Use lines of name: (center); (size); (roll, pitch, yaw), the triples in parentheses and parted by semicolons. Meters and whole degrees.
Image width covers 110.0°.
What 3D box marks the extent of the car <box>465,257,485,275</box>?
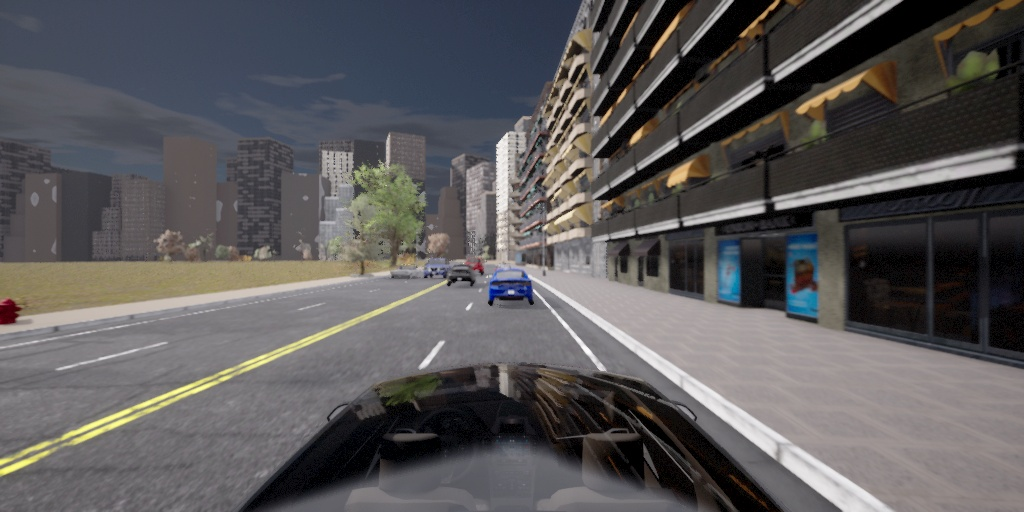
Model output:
car: (-4.428, 1.192, 42.792); (2.150, 2.045, 5.566); (0, 0, -3)

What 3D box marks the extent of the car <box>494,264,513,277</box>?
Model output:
car: (-0.968, 1.545, 39.479); (1.895, 1.301, 4.718); (0, 0, -3)

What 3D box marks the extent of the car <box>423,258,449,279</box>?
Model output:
car: (-7.378, 1.212, 35.925); (2.150, 2.045, 5.566); (0, 0, -3)

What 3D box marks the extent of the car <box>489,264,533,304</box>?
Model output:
car: (-0.081, 1.303, 16.826); (1.882, 1.535, 5.008); (0, 0, -1)

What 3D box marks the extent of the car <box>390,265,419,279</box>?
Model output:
car: (-10.623, 1.585, 35.754); (1.895, 1.301, 4.718); (0, 0, -3)

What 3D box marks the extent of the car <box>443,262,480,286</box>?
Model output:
car: (-3.625, 1.380, 26.504); (1.837, 1.490, 4.892); (0, -2, -2)
